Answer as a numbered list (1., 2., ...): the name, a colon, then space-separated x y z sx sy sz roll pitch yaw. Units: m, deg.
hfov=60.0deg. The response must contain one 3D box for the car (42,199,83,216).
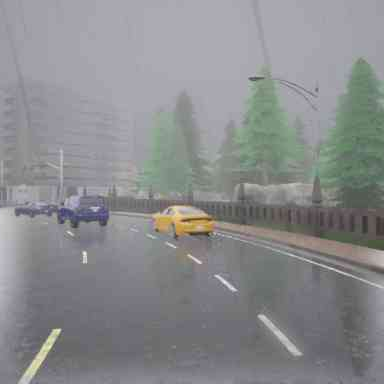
1. car: -13.071 1.505 33.433 4.892 1.490 1.837 0 0 43

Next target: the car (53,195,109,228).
1. car: -7.464 1.221 22.530 2.150 2.045 5.566 0 0 -35

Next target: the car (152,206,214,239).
1. car: -0.634 1.477 17.466 1.882 1.535 5.008 0 0 -23

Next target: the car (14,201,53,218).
1. car: -14.532 1.526 30.563 4.674 1.442 1.812 0 0 39
